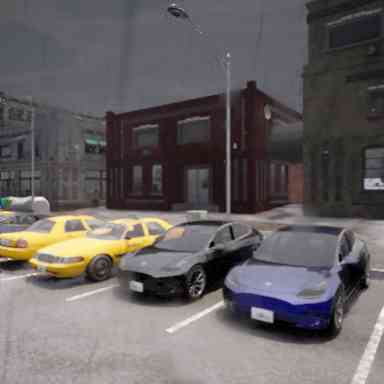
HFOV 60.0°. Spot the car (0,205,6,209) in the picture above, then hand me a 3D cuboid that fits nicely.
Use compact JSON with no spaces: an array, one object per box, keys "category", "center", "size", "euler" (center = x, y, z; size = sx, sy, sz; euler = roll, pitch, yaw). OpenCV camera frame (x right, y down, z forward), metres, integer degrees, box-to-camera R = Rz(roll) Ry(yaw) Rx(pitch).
[{"category":"car","center":[-8.612,1.543,15.338],"size":[1.946,1.575,5.366],"euler":[0,0,35]}]

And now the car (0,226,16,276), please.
[{"category":"car","center":[-6.791,1.586,8.235],"size":[5.357,1.411,2.033],"euler":[0,0,36]}]

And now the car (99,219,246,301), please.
[{"category":"car","center":[0.245,1.525,8.752],"size":[2.163,1.488,4.792],"euler":[0,0,36]}]

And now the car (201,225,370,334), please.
[{"category":"car","center":[2.486,1.515,7.149],"size":[2.163,1.488,4.792],"euler":[0,0,36]}]

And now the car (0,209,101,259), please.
[{"category":"car","center":[-6.456,1.562,13.611],"size":[2.163,1.488,4.792],"euler":[0,0,35]}]

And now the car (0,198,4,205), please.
[{"category":"car","center":[-13.227,1.328,18.364],"size":[2.435,2.045,5.566],"euler":[0,0,35]}]
